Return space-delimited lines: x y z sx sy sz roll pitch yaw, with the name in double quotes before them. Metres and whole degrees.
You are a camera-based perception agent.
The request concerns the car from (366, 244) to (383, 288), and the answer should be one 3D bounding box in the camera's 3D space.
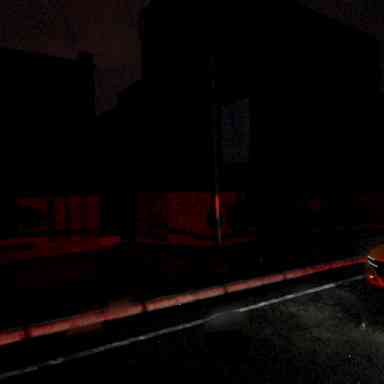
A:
"car" 6.226 1.480 8.150 5.008 1.535 1.882 0 0 -35
